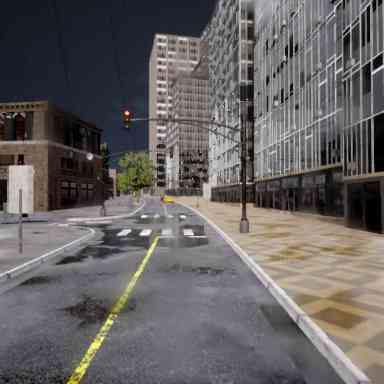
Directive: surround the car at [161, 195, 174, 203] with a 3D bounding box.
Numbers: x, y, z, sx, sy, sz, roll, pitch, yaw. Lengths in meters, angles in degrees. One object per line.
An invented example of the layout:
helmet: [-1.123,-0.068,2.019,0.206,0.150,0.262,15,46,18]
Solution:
car: [-4.831,1.466,68.178,1.882,1.535,5.008,0,0,-8]
